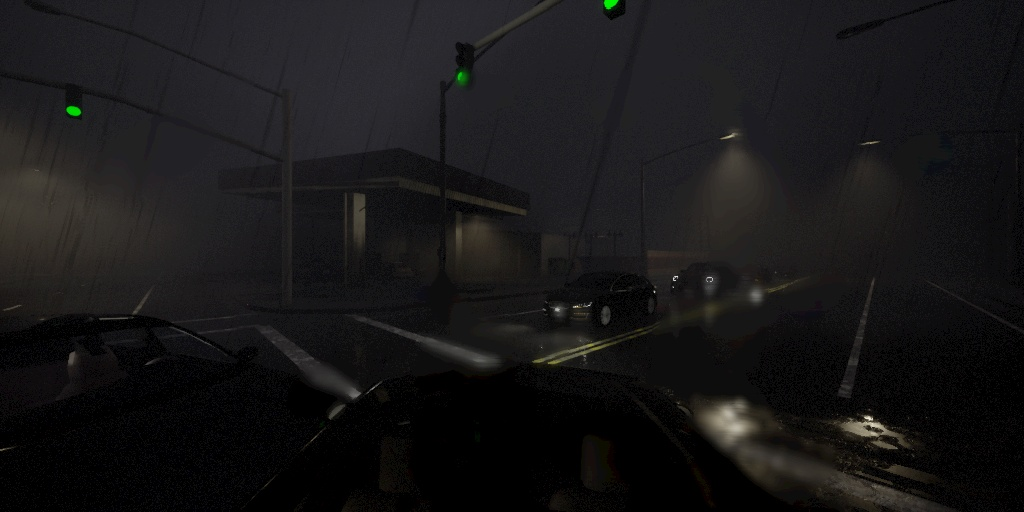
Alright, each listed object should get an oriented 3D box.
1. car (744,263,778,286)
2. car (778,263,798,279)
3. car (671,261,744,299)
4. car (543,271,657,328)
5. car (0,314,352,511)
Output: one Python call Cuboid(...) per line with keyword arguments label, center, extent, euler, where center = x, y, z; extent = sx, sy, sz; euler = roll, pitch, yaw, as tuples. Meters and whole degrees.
Cuboid(label="car", center=(16.919, 1.314, 25.190), extent=(1.994, 1.385, 4.181), euler=(0, 0, 45))
Cuboid(label="car", center=(24.129, 1.314, 32.166), extent=(4.181, 1.385, 1.994), euler=(0, 0, -44))
Cuboid(label="car", center=(9.918, 1.102, 18.355), extent=(4.553, 1.767, 2.097), euler=(0, 0, -44))
Cuboid(label="car", center=(3.006, 1.255, 11.584), extent=(4.892, 1.490, 1.837), euler=(0, 0, -45))
Cuboid(label="car", center=(-3.393, 1.242, 2.634), extent=(4.902, 1.511, 2.128), euler=(0, 0, 15))
